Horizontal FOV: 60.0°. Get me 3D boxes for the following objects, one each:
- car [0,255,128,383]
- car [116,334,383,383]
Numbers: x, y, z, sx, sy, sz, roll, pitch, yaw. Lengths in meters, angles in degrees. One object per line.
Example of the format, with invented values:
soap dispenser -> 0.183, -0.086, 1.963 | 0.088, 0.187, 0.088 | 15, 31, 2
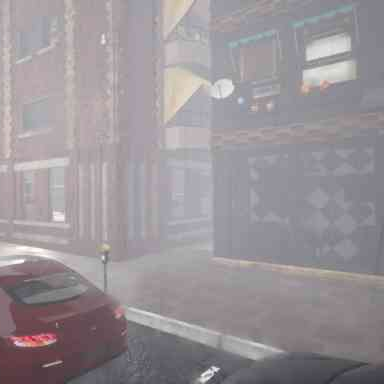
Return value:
car -> -2.731, 1.583, 4.783 | 4.206, 1.307, 1.802 | 0, -1, 35
car -> 1.881, 1.566, 1.507 | 4.313, 1.339, 1.947 | 0, -1, 35
